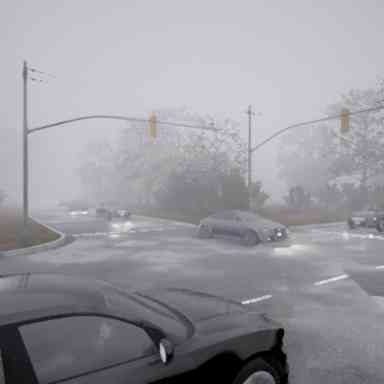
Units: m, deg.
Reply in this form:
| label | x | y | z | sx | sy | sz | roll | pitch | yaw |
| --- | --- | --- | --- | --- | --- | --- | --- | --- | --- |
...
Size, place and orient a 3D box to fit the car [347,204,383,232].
| label | x | y | z | sx | sy | sz | roll | pitch | yaw |
| --- | --- | --- | --- | --- | --- | --- | --- | --- | --- |
| car | 11.372 | 1.460 | 20.054 | 4.902 | 1.511 | 2.128 | 0 | 0 | -33 |

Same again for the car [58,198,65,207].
| label | x | y | z | sx | sy | sz | roll | pitch | yaw |
| --- | --- | --- | --- | --- | --- | --- | --- | --- | --- |
| car | -20.924 | 1.758 | 54.575 | 2.033 | 1.411 | 5.357 | 0 | -1 | -25 |

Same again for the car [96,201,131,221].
| label | x | y | z | sx | sy | sz | roll | pitch | yaw |
| --- | --- | --- | --- | --- | --- | --- | --- | --- | --- |
| car | -6.623 | 1.476 | 27.664 | 2.128 | 1.511 | 4.902 | 0 | 0 | -31 |

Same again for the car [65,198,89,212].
| label | x | y | z | sx | sy | sz | roll | pitch | yaw |
| --- | --- | --- | --- | --- | --- | --- | --- | --- | --- |
| car | -13.767 | 1.613 | 40.247 | 1.994 | 1.385 | 4.181 | 0 | 0 | -27 |

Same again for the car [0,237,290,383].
| label | x | y | z | sx | sy | sz | roll | pitch | yaw |
| --- | --- | --- | --- | --- | --- | --- | --- | --- | --- |
| car | -1.271 | 1.476 | 2.800 | 5.008 | 1.535 | 1.882 | 0 | 0 | -35 |

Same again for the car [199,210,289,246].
| label | x | y | z | sx | sy | sz | roll | pitch | yaw |
| --- | --- | --- | --- | --- | --- | --- | --- | --- | --- |
| car | 2.249 | 1.545 | 15.108 | 1.994 | 1.385 | 4.181 | 0 | 0 | -43 |
